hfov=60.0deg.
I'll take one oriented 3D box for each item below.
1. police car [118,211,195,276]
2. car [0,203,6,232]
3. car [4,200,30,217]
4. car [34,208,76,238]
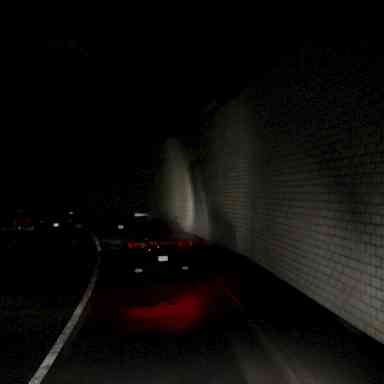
[{"bbox_3d":[-1.301,1.425,10.654,1.930,1.638,5.238,0,0,-13],"label":"police car"},{"bbox_3d":[-10.899,1.525,17.072,1.812,1.442,4.674,0,0,-26],"label":"car"},{"bbox_3d":[-17.073,1.493,31.804,2.128,1.511,4.902,0,0,-42],"label":"car"},{"bbox_3d":[-7.485,1.564,18.042,1.994,1.385,4.181,0,0,-25],"label":"car"}]
